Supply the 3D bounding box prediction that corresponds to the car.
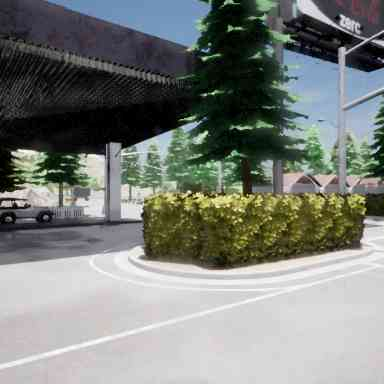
[{"bbox_3d":[-11.918,1.313,23.516,3.866,1.878,1.905,0,0,-36],"label":"car"}]
